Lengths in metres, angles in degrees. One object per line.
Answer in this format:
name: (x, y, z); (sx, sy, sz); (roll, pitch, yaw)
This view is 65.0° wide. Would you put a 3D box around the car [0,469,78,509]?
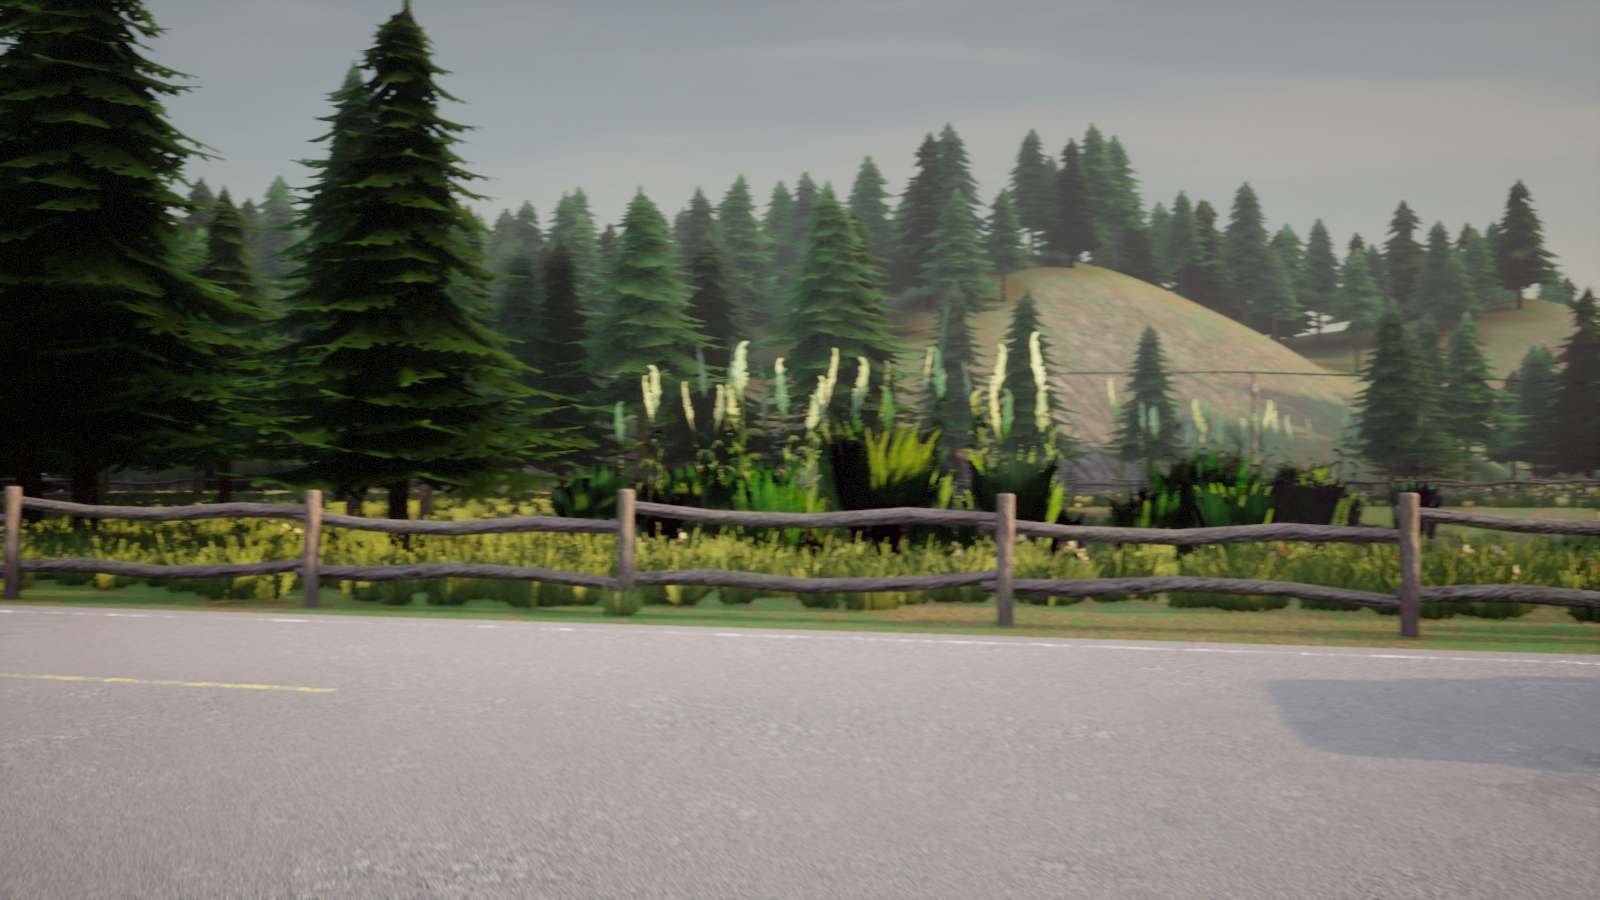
car: (-37.227, 1.860, 60.611); (3.866, 1.878, 1.905); (0, -1, -19)
